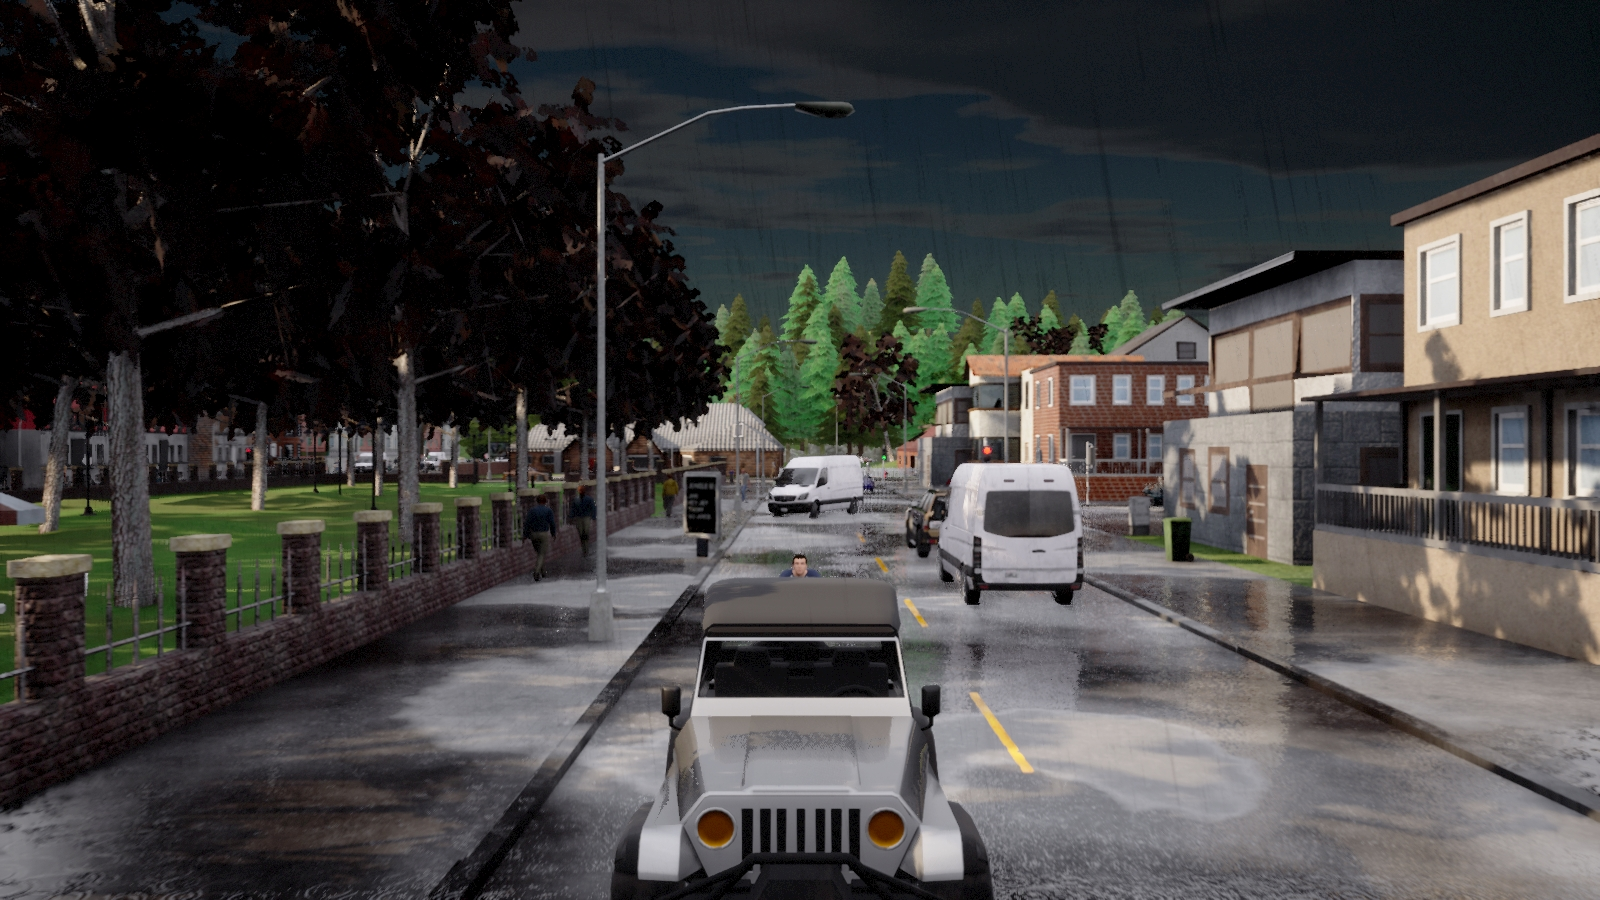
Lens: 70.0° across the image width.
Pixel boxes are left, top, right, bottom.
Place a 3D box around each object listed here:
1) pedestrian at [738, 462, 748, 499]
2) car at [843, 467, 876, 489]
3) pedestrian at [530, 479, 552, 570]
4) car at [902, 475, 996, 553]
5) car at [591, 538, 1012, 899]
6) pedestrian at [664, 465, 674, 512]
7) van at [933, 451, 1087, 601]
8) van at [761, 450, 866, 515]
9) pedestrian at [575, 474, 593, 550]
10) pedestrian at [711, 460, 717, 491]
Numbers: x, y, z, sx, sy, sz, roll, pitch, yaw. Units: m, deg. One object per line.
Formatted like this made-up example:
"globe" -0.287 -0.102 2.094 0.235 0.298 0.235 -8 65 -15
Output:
"pedestrian" -2.855 1.525 57.672 0.375 1.860 0.375 0 0 22
"car" 4.001 1.897 77.666 1.994 1.385 4.181 0 0 0
"pedestrian" -5.335 1.525 23.542 0.375 1.860 0.375 0 0 2
"car" 3.945 1.644 30.942 1.932 1.855 4.605 0 0 0
"car" 0.011 1.637 7.111 1.905 1.878 3.866 0 0 0
"pedestrian" -5.192 1.525 45.255 0.375 1.860 0.375 0 0 -6
"van" 3.976 1.315 22.697 1.988 2.561 5.915 0 0 0
"van" 0.686 1.314 48.597 1.988 2.561 5.915 -1 -1 27
"pedestrian" -5.337 1.525 28.234 0.375 1.860 0.375 0 0 1
"pedestrian" -5.160 1.526 68.324 0.375 1.860 0.375 0 0 -5
